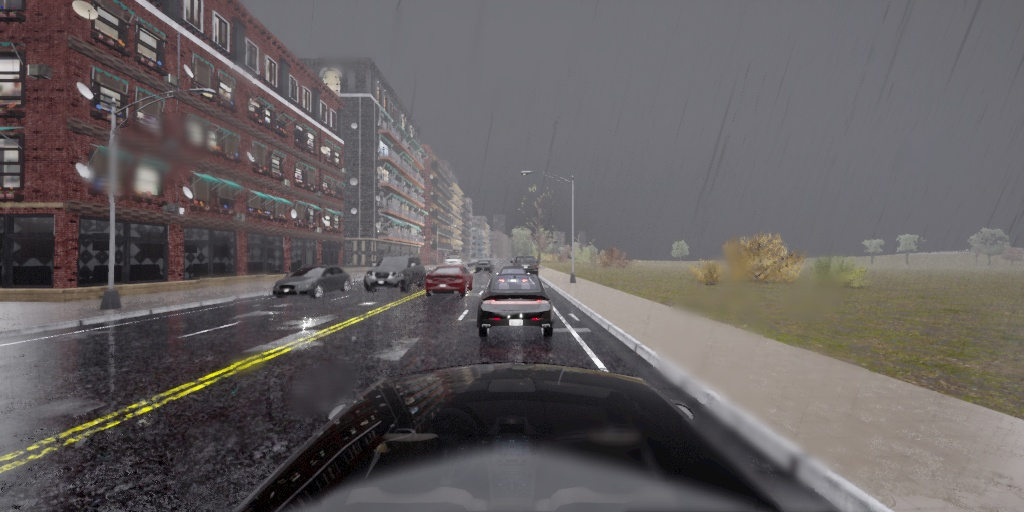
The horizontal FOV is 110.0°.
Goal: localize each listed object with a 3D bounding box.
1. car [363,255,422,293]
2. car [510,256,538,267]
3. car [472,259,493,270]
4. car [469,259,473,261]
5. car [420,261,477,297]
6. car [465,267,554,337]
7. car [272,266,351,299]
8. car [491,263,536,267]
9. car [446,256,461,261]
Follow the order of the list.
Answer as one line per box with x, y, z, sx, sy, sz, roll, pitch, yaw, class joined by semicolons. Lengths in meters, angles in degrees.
-6.644;0.974;20.961;2.150;2.045;5.566;0;0;0;car
1.069;0.979;30.924;2.150;2.045;5.566;0;0;0;car
-3.246;1.256;42.349;1.837;1.490;4.892;0;-1;0;car
-6.709;1.230;63.300;1.882;1.535;5.008;0;0;0;car
-3.191;1.230;18.983;1.882;1.535;5.008;0;0;0;car
0.081;1.243;10.272;2.128;1.511;4.902;0;0;0;car
-9.888;1.257;18.141;1.837;1.490;4.892;0;0;0;car
0.060;1.301;20.712;2.033;1.411;5.357;0;0;0;car
-9.962;0.977;60.992;2.150;2.045;5.566;0;0;0;car
